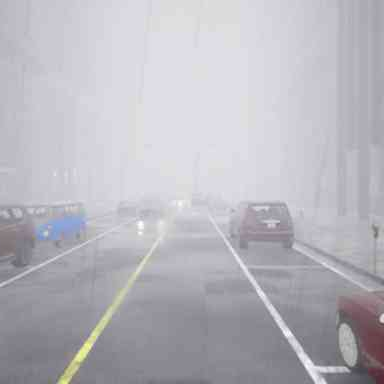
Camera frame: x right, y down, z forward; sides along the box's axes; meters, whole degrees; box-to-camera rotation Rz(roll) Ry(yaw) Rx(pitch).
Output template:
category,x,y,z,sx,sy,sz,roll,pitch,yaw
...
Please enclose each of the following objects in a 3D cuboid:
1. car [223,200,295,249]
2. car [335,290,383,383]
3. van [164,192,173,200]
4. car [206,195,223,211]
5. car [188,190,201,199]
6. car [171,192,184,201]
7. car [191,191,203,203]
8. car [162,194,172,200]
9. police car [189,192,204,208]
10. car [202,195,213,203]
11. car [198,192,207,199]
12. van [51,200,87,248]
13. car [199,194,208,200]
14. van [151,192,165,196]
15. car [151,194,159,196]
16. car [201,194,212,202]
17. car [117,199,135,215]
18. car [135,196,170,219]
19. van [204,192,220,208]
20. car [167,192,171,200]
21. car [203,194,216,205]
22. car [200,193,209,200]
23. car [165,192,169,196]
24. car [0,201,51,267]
category,x,y,z,sx,sy,sz,roll,pitch,yaw
car,2.762,1.230,13.962,2.192,1.841,5.009,0,0,0
car,2.760,1.527,2.691,1.887,1.381,4.507,0,0,0
van,-5.748,0.893,81.589,1.690,1.788,3.998,0,0,0
car,2.767,1.313,36.678,1.752,1.417,4.829,0,0,0
car,0.784,1.051,53.408,2.097,1.767,4.553,0,0,-1
car,-2.985,1.209,68.290,1.895,1.301,4.718,0,0,0
car,0.871,0.889,59.488,2.150,2.045,5.566,0,0,0
car,-5.748,1.126,75.954,1.887,1.381,4.507,0,0,0
police car,0.909,1.176,43.569,1.930,1.638,5.238,0,0,0
car,2.773,1.193,59.223,1.752,1.417,4.829,0,0,0
car,2.779,0.835,87.233,2.192,1.841,5.009,0,0,0
van,-5.763,1.258,13.949,1.690,1.788,3.998,0,0,0
car,2.778,1.116,81.598,1.947,1.339,4.313,0,0,0
van,-5.754,1.041,53.406,1.690,1.788,3.998,0,0,0
car,-5.756,1.326,42.134,1.947,1.339,4.313,0,0,0
car,2.774,1.190,64.689,2.008,1.369,4.403,0,0,0
car,-5.759,1.365,30.860,1.887,1.381,4.507,0,0,0
car,-3.093,1.318,27.078,1.882,1.535,5.008,0,0,0
van,2.768,1.099,42.143,1.690,1.788,3.998,0,0,0
car,-5.751,1.206,64.680,1.947,1.339,4.313,0,0,0
car,2.771,1.139,53.416,1.967,1.590,4.097,0,0,0
car,2.776,1.020,75.960,1.967,1.590,4.097,0,0,0
car,-5.752,1.236,59.044,1.947,1.339,4.313,0,0,0
car,-5.765,1.265,8.313,2.192,1.841,5.009,0,0,0
